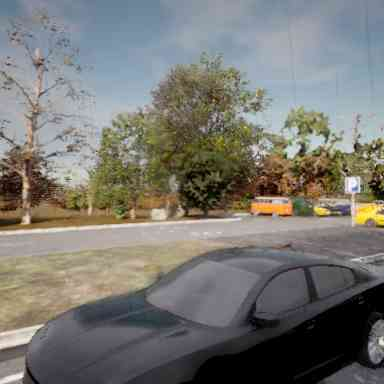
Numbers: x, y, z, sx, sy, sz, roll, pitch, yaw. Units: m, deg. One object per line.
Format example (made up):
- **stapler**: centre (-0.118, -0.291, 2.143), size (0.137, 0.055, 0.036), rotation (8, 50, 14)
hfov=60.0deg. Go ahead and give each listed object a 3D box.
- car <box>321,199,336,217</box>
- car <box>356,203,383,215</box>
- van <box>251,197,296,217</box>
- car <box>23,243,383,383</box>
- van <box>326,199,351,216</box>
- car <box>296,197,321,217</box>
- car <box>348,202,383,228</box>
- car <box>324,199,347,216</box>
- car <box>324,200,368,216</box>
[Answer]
- **car**: centre (12.791, 1.891, 37.221), size (1.946, 1.575, 5.366), rotation (2, -1, -35)
- **car**: centre (26.216, 2.394, 47.006), size (2.231, 1.521, 4.892), rotation (2, -1, -35)
- **van**: centre (8.012, 1.521, 34.188), size (1.878, 1.987, 4.442), rotation (2, -1, -35)
- **car**: centre (0.673, 1.482, 4.165), size (5.008, 1.535, 1.882), rotation (0, 0, -35)
- **van**: centre (17.129, 1.834, 40.683), size (1.878, 1.987, 4.442), rotation (2, -1, -35)
- **car**: centre (10.419, 1.566, 35.793), size (2.435, 2.045, 5.566), rotation (2, -1, -35)
- **car**: centre (13.434, 1.683, 21.619), size (1.946, 1.575, 5.366), rotation (2, -1, -35)
- **car**: centre (14.940, 1.977, 38.972), size (2.231, 1.521, 4.892), rotation (2, -1, -35)
- **car**: centre (19.468, 2.017, 42.167), size (2.185, 1.767, 4.553), rotation (2, -1, -35)
